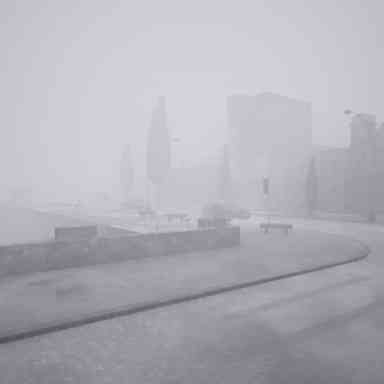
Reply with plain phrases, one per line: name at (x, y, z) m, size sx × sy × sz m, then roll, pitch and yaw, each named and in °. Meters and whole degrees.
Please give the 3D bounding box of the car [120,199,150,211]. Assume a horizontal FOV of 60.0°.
car at (-7.052, 1.548, 41.087) m, size 2.033 × 1.411 × 5.357 m, roll 0°, pitch 0°, yaw -36°

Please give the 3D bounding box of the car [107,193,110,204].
car at (-17.244, 1.221, 62.551) m, size 2.150 × 2.045 × 5.566 m, roll 0°, pitch 0°, yaw -36°

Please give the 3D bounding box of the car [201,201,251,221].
car at (2.702, 1.503, 27.430) m, size 1.837 × 1.490 × 4.892 m, roll 0°, pitch 1°, yaw -36°

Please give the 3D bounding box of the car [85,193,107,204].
car at (-15.904, 1.242, 53.627) m, size 1.812 × 1.442 × 4.674 m, roll 0°, pitch 0°, yaw -36°
